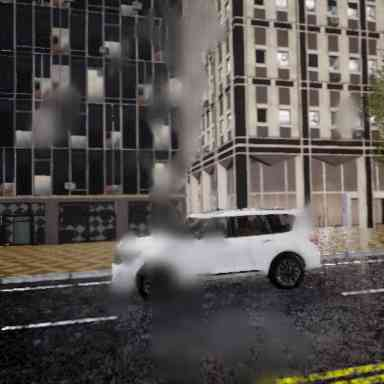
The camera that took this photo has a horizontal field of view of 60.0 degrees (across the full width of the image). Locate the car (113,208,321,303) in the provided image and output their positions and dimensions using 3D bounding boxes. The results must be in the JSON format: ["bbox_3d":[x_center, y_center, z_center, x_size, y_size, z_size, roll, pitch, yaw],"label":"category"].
[{"bbox_3d":[0.682,1.520,9.046,5.566,2.045,2.150,-1,-2,-12],"label":"car"}]
